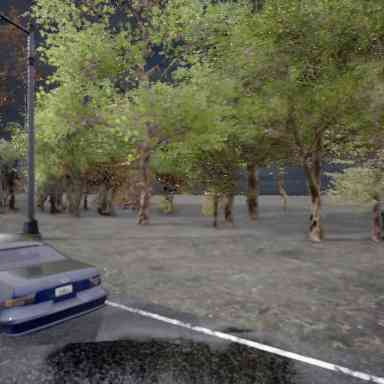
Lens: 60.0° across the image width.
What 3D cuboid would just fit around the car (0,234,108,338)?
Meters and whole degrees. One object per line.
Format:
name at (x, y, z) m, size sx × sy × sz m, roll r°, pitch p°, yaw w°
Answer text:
car at (-4.003, 1.560, 6.543) m, size 5.357 × 1.411 × 2.033 m, roll 0°, pitch 0°, yaw 35°
